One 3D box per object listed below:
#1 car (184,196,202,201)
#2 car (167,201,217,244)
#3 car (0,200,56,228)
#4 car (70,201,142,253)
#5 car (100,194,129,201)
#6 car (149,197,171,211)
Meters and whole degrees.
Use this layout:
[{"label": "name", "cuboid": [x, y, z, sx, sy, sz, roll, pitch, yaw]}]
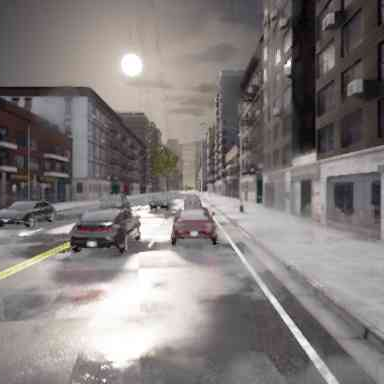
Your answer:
[{"label": "car", "cuboid": [0.084, 1.094, 35.714, 2.033, 1.411, 5.357, 0, 1, 0]}, {"label": "car", "cuboid": [0.087, 1.338, 14.670, 1.812, 1.442, 4.674, 0, 1, 0]}, {"label": "car", "cuboid": [-9.854, 1.250, 20.036, 1.837, 1.490, 4.892, 0, 1, 0]}, {"label": "car", "cuboid": [-3.169, 1.342, 12.948, 1.837, 1.490, 4.892, 0, 1, 0]}, {"label": "car", "cuboid": [-6.594, 0.992, 28.266, 2.097, 1.767, 4.553, 0, 1, 0]}, {"label": "car", "cuboid": [-3.167, 1.168, 34.045, 1.895, 1.301, 4.718, 0, 1, 0]}]
